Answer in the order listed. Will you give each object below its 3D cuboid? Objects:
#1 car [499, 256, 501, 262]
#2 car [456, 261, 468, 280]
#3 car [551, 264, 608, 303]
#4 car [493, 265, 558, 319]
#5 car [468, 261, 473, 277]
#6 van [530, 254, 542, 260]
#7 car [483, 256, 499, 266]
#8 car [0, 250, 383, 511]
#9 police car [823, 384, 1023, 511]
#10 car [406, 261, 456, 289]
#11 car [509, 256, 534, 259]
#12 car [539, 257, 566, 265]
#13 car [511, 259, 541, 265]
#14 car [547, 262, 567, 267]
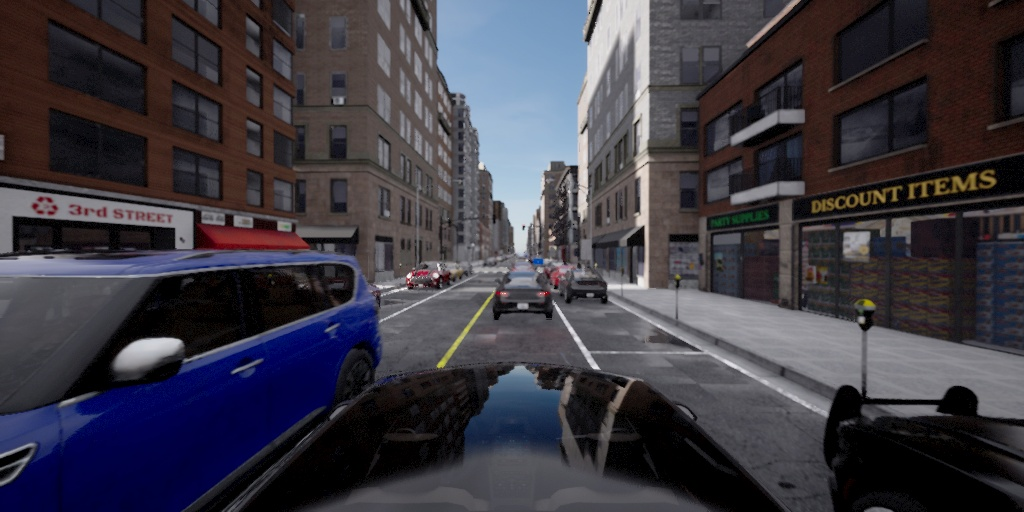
[{"bbox_3d":[-3.616,0.889,65.174,1.888,1.381,4.507,0,0,2],"label":"car"},{"bbox_3d":[-4.714,1.114,26.738,1.751,1.417,4.829,0,0,2],"label":"car"},{"bbox_3d":[2.998,1.212,15.655,2.007,1.370,4.403,0,0,2],"label":"car"},{"bbox_3d":[0.369,1.209,12.278,1.812,1.442,4.674,0,0,2],"label":"car"},{"bbox_3d":[-4.551,1.104,32.425,2.007,1.370,4.403,0,0,2],"label":"car"},{"bbox_3d":[4.244,0.724,59.274,1.690,1.789,3.998,0,0,2],"label":"van"},{"bbox_3d":[-3.778,0.931,59.494,2.007,1.370,4.403,0,0,2],"label":"car"},{"bbox_3d":[-2.862,0.965,2.617,2.150,2.045,5.566,0,0,2],"label":"car"},{"bbox_3d":[2.933,1.184,0.342,1.930,1.638,5.238,0,0,2],"label":"police car"},{"bbox_3d":[-4.866,1.064,21.393,1.967,1.591,4.097,0,0,2],"label":"car"},{"bbox_3d":[0.861,1.007,33.144,1.801,1.575,5.366,0,0,2],"label":"car"},{"bbox_3d":[3.313,1.032,26.688,1.967,1.591,4.097,0,0,2],"label":"car"},{"bbox_3d":[0.664,1.142,22.721,1.812,1.442,4.674,0,0,2],"label":"car"},{"bbox_3d":[3.156,1.209,21.171,1.802,1.307,4.207,0,0,2],"label":"car"}]
